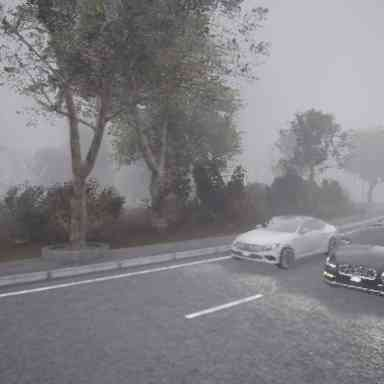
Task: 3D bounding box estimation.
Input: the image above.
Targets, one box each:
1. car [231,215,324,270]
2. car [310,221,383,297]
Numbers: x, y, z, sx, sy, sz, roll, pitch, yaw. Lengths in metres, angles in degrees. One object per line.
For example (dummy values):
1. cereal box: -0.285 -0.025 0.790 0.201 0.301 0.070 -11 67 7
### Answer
1. car: 3.346 1.546 11.365 4.674 1.442 1.812 0 0 -41
2. car: 5.149 1.515 8.324 4.892 1.490 1.837 0 0 -41
